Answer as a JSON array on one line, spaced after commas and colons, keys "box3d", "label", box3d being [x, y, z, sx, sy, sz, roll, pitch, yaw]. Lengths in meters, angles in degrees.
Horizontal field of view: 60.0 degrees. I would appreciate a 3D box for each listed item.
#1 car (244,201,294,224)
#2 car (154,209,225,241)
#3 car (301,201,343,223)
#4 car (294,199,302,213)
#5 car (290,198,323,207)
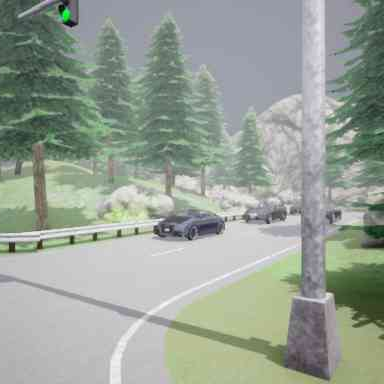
[{"box3d": [5.653, 1.502, 25.207, 2.128, 1.511, 4.902, 0, 0, 35], "label": "car"}, {"box3d": [-0.018, 1.574, 17.037, 1.994, 1.385, 4.181, 0, 0, 35], "label": "car"}, {"box3d": [10.121, 1.585, 25.336, 1.837, 1.490, 4.892, 0, -1, 35], "label": "car"}, {"box3d": [11.264, 1.515, 33.746, 1.837, 1.490, 4.892, 0, 0, 28], "label": "car"}, {"box3d": [17.672, 1.615, 51.379, 1.895, 1.301, 4.718, 0, 0, -30], "label": "car"}]
